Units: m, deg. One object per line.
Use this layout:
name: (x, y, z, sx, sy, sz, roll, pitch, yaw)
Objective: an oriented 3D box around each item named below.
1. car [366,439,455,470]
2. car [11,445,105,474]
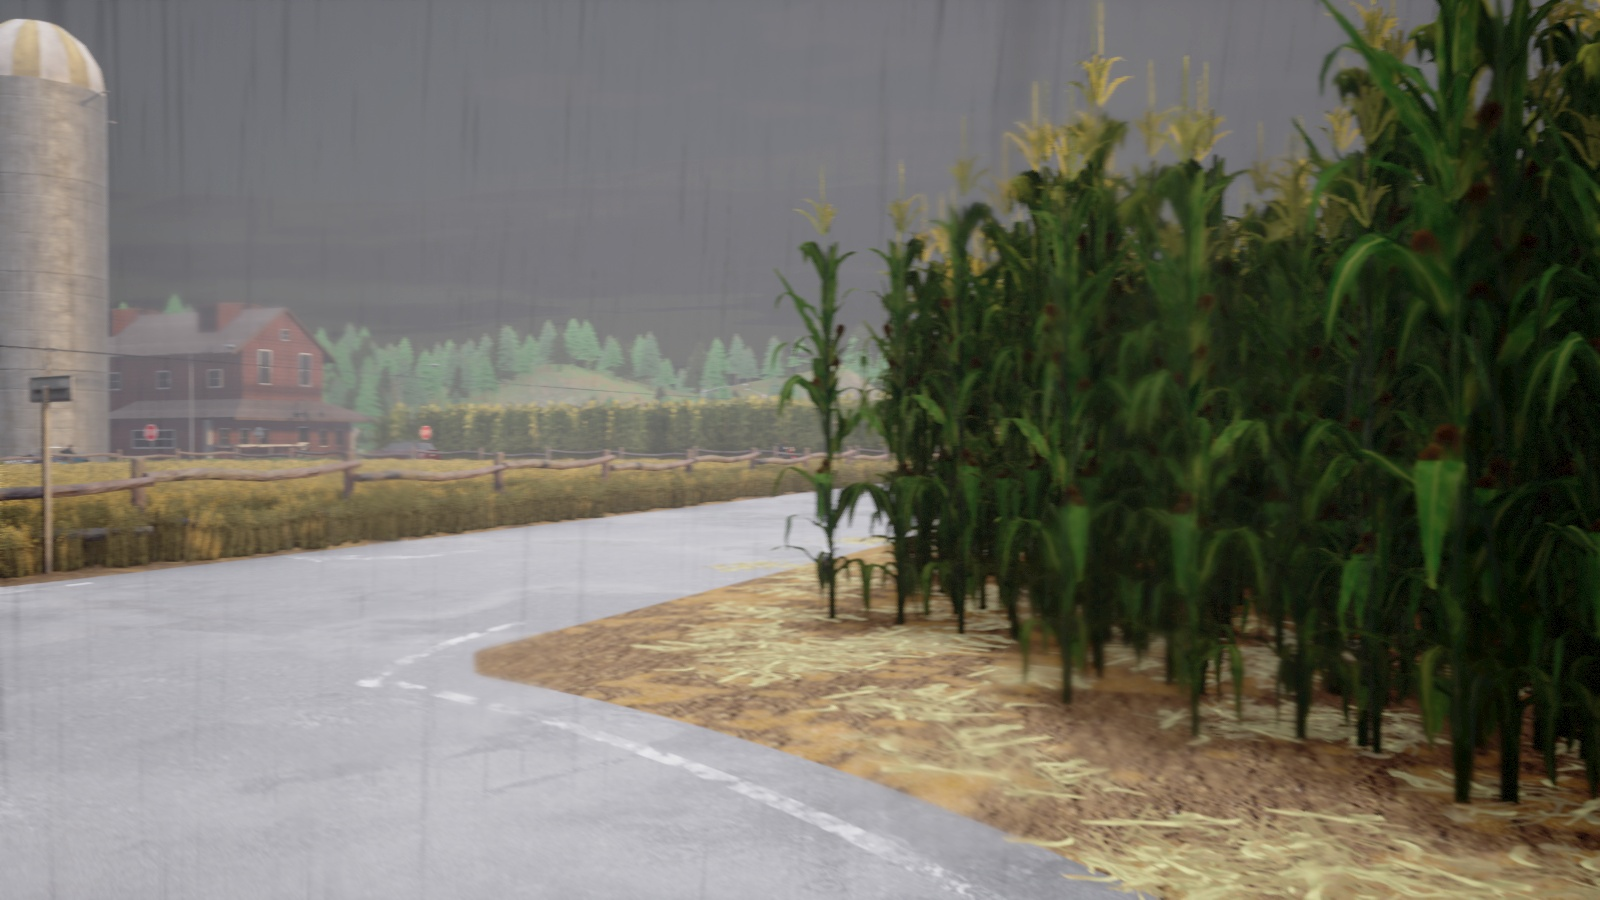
car: (-22.467, 0.259, 72.442, 4.553, 1.767, 2.097, 0, 0, 22)
car: (-38.645, 0.461, 65.519, 1.970, 1.475, 3.806, 0, 0, 21)
